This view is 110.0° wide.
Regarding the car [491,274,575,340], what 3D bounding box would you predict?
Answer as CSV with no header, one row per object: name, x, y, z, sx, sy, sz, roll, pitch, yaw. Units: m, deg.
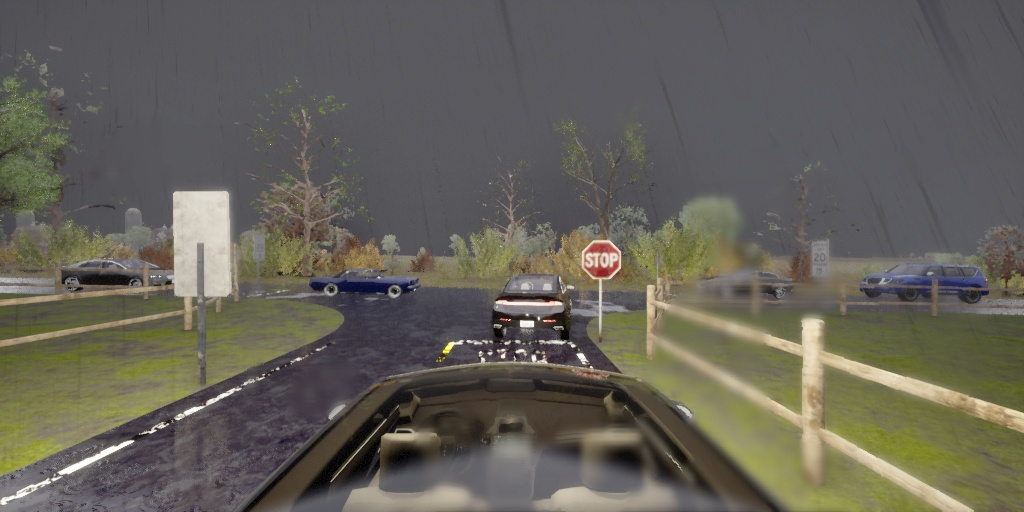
car,0.705,1.240,10.057,2.128,1.511,4.902,0,0,9

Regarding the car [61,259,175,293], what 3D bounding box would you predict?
car,-18.493,0.885,17.101,4.902,1.511,2.128,1,1,0

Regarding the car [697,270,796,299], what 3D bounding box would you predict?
car,13.000,1.525,20.017,4.902,1.511,2.128,1,1,0

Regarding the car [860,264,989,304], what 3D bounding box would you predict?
car,22.896,1.466,20.008,5.566,2.045,2.150,1,1,0

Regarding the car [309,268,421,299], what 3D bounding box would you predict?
car,-6.825,1.248,17.087,4.718,1.301,1.895,1,1,0
